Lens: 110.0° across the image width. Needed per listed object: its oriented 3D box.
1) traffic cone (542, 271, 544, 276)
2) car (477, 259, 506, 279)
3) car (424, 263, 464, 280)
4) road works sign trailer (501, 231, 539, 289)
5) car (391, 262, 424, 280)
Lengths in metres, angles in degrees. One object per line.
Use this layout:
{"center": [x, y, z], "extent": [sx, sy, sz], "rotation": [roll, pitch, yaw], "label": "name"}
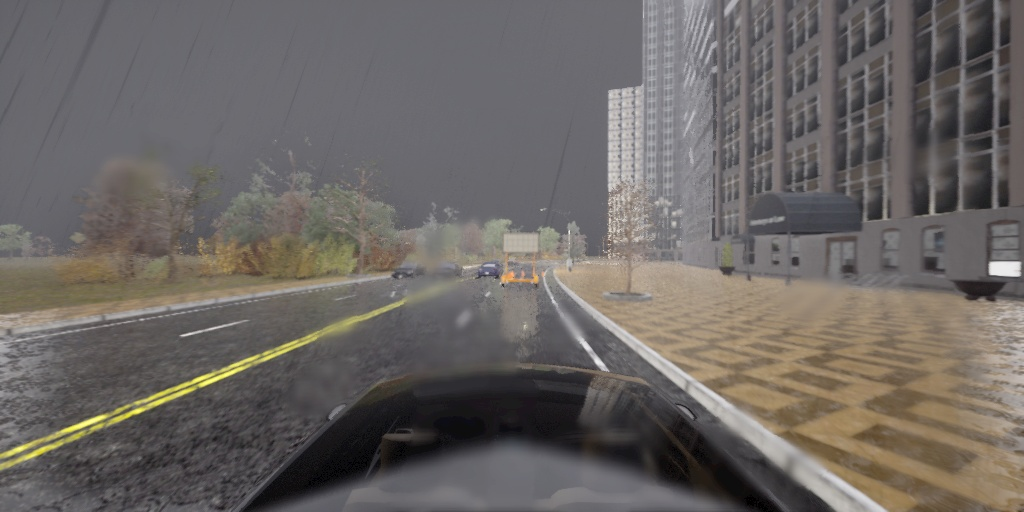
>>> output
{"center": [3.095, 1.721, 35.930], "extent": [0.340, 0.580, 0.340], "rotation": [0, 0, 4], "label": "traffic cone"}
{"center": [-1.904, 1.266, 32.296], "extent": [1.812, 1.442, 4.674], "rotation": [0, 0, 5], "label": "car"}
{"center": [-5.458, 1.269, 30.795], "extent": [2.033, 1.411, 5.357], "rotation": [0, 0, 5], "label": "car"}
{"center": [0.552, 0.217, 23.079], "extent": [2.380, 3.560, 2.880], "rotation": [0, 0, 4], "label": "road works sign trailer"}
{"center": [-8.678, 1.253, 31.269], "extent": [2.033, 1.411, 5.357], "rotation": [0, 0, 5], "label": "car"}
